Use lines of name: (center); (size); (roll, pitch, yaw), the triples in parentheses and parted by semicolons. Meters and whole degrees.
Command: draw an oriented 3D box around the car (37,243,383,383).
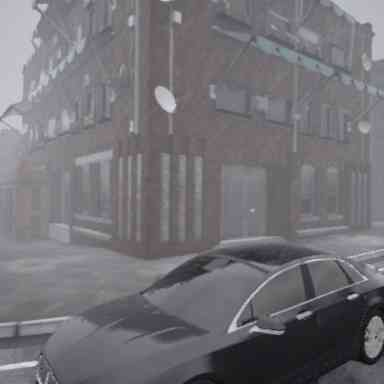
car: (0.714, 1.500, 4.222); (4.892, 1.490, 1.837); (0, 0, -36)
